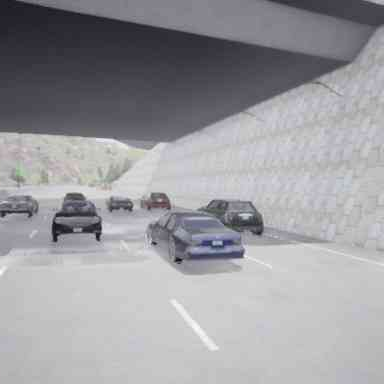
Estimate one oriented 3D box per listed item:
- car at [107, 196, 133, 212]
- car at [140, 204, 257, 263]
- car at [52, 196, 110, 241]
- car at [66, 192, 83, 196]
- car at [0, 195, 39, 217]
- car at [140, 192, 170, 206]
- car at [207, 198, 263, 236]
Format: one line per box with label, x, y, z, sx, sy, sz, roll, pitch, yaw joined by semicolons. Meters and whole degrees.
car;-6.323;0.976;28.439;1.895;1.301;4.718;1;1;-20
car;-0.157;1.354;11.279;2.033;1.411;5.357;1;1;-19
car;-5.040;1.132;14.567;2.128;1.511;4.902;1;1;-20
car;-10.261;0.781;29.069;1.837;1.490;4.892;1;1;-20
car;-11.830;0.892;23.023;2.033;1.411;5.357;1;1;-19
car;-3.500;0.747;30.949;2.097;1.767;4.553;1;1;-20
car;1.643;1.106;16.670;2.097;1.767;4.553;1;1;-20
